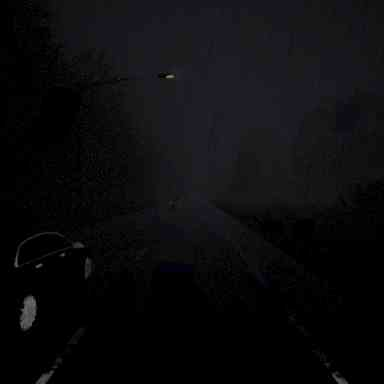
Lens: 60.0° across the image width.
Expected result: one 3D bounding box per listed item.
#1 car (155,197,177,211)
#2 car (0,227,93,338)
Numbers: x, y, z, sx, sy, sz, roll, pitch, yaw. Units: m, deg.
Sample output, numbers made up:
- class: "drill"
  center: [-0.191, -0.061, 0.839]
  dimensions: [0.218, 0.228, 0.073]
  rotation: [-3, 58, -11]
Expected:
- class: "car"
  center: [-2.763, 1.216, 35.129]
  dimensions: [1.812, 1.442, 4.674]
  rotation: [0, 1, 2]
- class: "car"
  center: [-3.402, 1.447, 6.461]
  dimensions: [1.837, 1.490, 4.892]
  rotation: [0, 1, 0]
